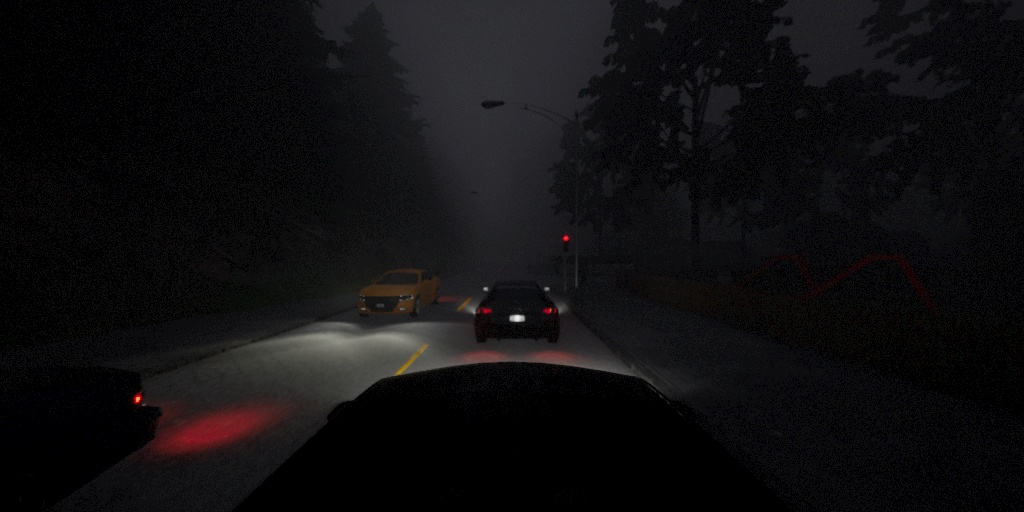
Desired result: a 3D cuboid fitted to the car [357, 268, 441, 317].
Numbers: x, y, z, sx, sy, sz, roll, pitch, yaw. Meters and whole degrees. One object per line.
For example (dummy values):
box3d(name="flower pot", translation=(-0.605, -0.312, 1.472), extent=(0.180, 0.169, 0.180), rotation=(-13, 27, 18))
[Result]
box3d(name="car", translation=(-3.971, 1.227, 13.337), extent=(1.882, 1.535, 5.008), rotation=(0, 0, 0))

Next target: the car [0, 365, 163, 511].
box3d(name="car", translation=(-4.100, 1.297, 0.804), extent=(2.033, 1.411, 5.357), rotation=(0, 0, 0))

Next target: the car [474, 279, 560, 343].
box3d(name="car", translation=(0.120, 1.313, 9.697), extent=(1.994, 1.385, 4.181), rotation=(0, 0, 0))
